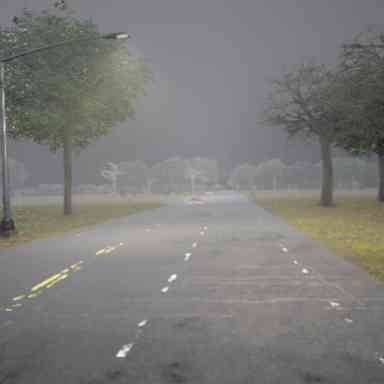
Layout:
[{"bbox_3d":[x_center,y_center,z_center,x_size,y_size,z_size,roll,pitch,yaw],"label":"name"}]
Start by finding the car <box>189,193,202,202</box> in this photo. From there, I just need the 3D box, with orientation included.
[{"bbox_3d":[0.614,0.980,63.633,2.097,1.767,4.553,-1,0,7],"label":"car"}]
